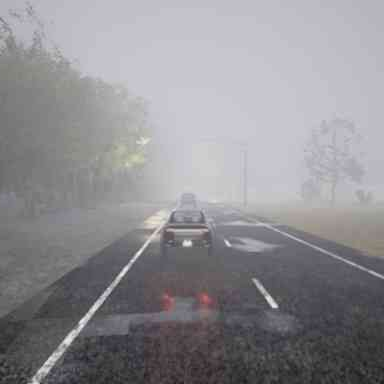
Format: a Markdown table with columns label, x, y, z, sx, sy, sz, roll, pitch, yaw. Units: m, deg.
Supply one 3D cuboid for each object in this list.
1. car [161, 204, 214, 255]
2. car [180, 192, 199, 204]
| label | x | y | z | sx | sy | sz | roll | pitch | yaw |
| --- | --- | --- | --- | --- | --- | --- | --- | --- | --- |
| car | -0.173 | 1.475 | 13.233 | 2.128 | 1.511 | 4.902 | 1 | 0 | -1 |
| car | -0.495 | 1.147 | 47.286 | 2.150 | 2.045 | 5.566 | 1 | 0 | -1 |
